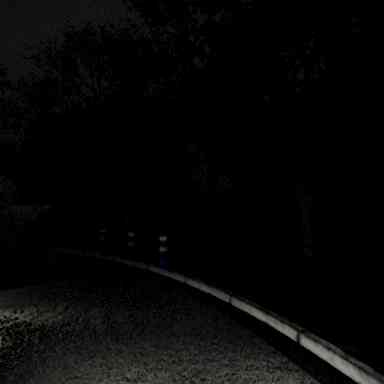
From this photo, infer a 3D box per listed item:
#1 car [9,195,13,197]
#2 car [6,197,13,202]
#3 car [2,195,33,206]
[{"bbox_3d":[-36.832,1.876,65.836,4.553,1.767,2.185,-1,1,19],"label":"car"},{"bbox_3d":[-28.170,1.986,51.010,5.008,1.535,2.097,-1,1,19],"label":"car"},{"bbox_3d":[-35.844,1.702,68.455,5.566,2.045,2.435,-1,1,20],"label":"car"}]
